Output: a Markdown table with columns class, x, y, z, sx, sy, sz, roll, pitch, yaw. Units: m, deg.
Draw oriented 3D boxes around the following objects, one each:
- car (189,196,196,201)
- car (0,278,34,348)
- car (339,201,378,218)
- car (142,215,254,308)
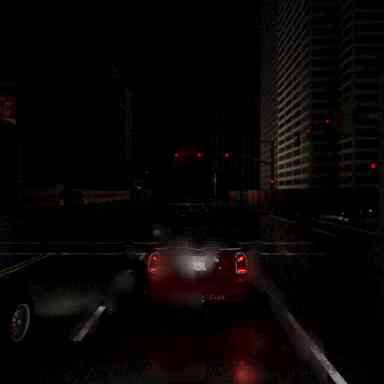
| class | x | y | z | sx | sy | sz | roll | pitch | yaw |
| --- | --- | --- | --- | --- | --- | --- | --- | --- | --- |
| car | 0.128 | 1.595 | 83.437 | 1.895 | 1.301 | 4.718 | 0 | 0 | 0 |
| car | -3.393 | 1.526 | 3.315 | 1.812 | 1.442 | 4.674 | 0 | 0 | 0 |
| car | 16.317 | 1.547 | 30.126 | 5.357 | 1.411 | 2.033 | 0 | 0 | 0 |
| car | 0.112 | 1.352 | 8.087 | 2.097 | 1.767 | 4.553 | 0 | 0 | 0 |
